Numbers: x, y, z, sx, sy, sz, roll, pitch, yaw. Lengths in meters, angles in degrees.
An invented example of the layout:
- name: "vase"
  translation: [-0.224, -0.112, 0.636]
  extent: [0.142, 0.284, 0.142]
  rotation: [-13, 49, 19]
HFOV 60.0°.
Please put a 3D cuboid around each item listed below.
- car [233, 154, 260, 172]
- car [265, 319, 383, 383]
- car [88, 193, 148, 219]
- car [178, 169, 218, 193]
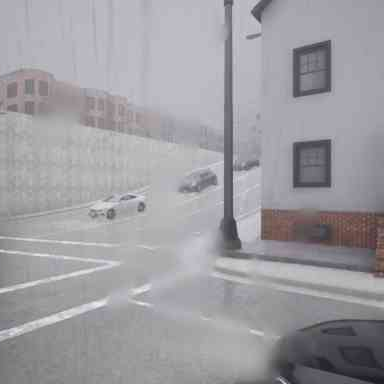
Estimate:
- name: "car"
  translation: [6.219, -3.505, 39.390]
  extent: [2.097, 1.767, 4.553]
  rotation: [0, 13, 35]
- name: "car"
  translation: [2.752, 1.526, 2.008]
  extent: [4.674, 1.442, 1.812]
  rotation: [0, 0, 36]
- name: "car"
  translation: [-5.096, 0.864, 23.324]
  extent: [1.812, 1.442, 4.674]
  rotation: [0, 7, 35]
- name: "car"
  translation: [0.527, -1.125, 31.352]
  extent: [2.097, 1.767, 4.553]
  rotation: [0, 13, 34]
